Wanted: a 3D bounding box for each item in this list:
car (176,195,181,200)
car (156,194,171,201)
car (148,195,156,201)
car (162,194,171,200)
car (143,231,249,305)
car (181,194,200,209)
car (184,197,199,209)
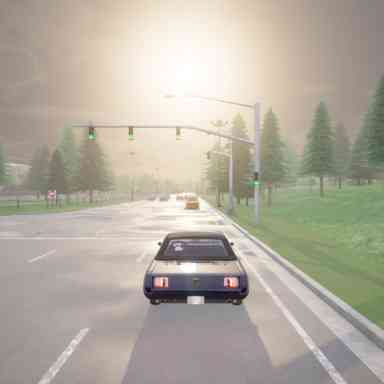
[{"bbox_3d":[-3.370,1.552,91.149,1.994,1.385,4.181,0,0,0],"label":"car"},{"bbox_3d":[-6.886,1.531,80.321,2.033,1.411,5.357,0,0,0],"label":"car"},{"bbox_3d":[-10.376,1.539,87.409,2.033,1.411,5.357,0,0,0],"label":"car"},{"bbox_3d":[-6.871,1.372,90.741,2.033,1.411,5.357,0,0,0],"label":"car"},{"bbox_3d":[0.090,1.601,8.024,1.895,1.301,4.718,0,0,0],"label":"car"},{"bbox_3d":[-0.085,1.096,46.153,1.882,1.535,5.008,-3,16,-4],"label":"car"},{"bbox_3d":[-0.028,1.576,49.692,2.033,1.411,5.357,0,1,2],"label":"car"}]
